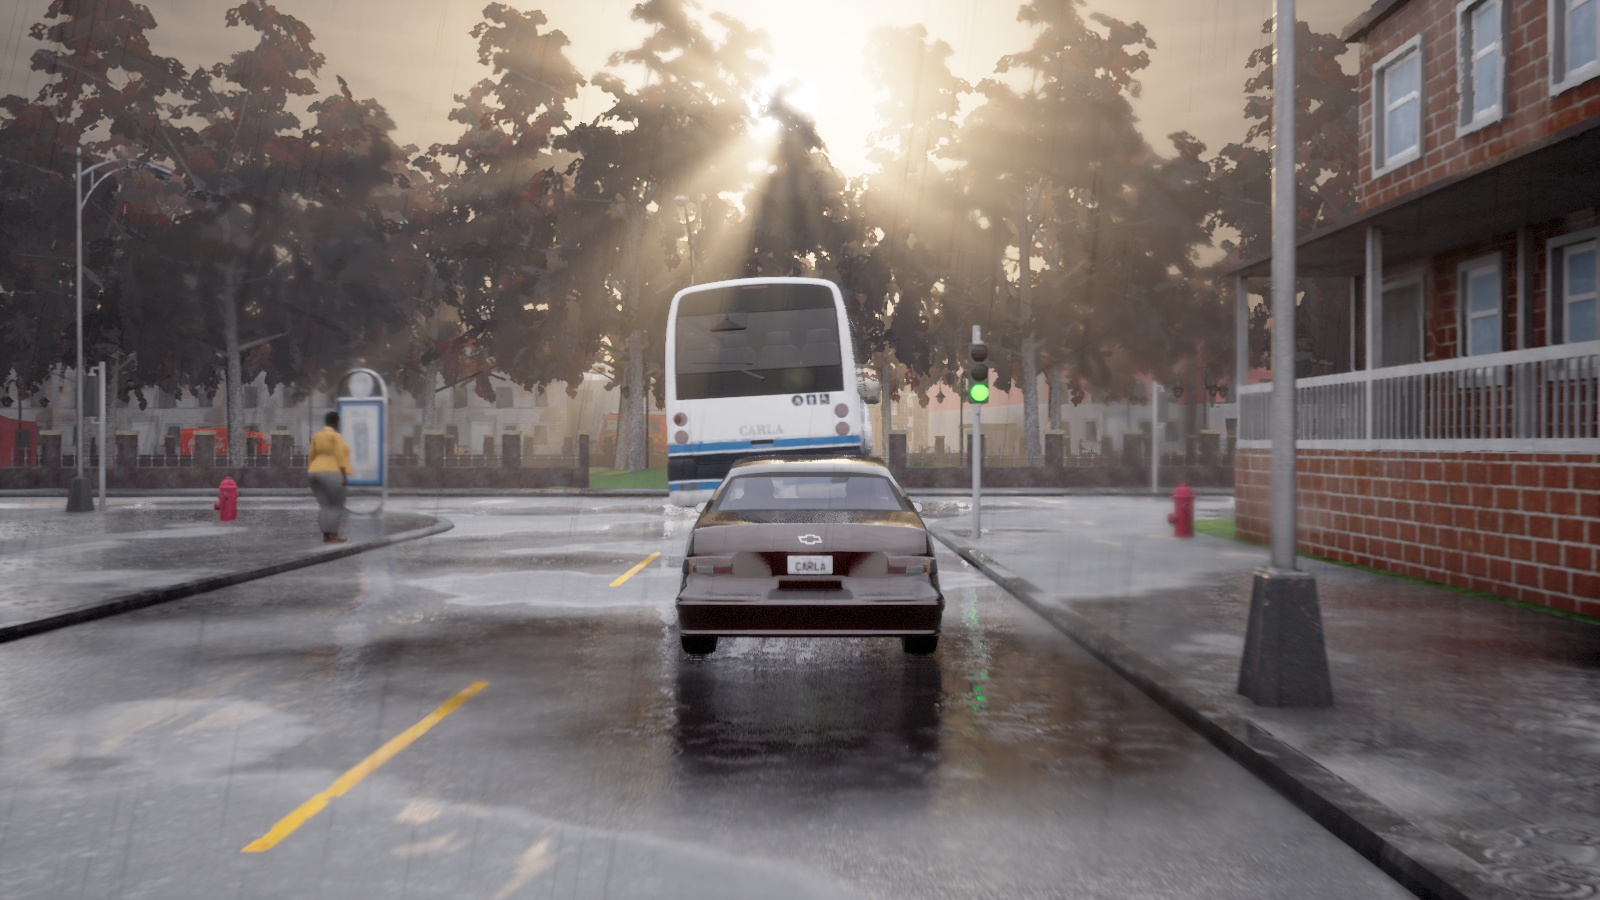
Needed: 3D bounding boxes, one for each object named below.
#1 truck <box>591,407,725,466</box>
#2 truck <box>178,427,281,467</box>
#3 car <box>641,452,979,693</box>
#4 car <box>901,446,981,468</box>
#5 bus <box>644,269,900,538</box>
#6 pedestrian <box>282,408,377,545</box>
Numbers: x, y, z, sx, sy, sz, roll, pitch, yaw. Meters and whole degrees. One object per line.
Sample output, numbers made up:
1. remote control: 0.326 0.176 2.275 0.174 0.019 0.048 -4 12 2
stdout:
1. truck: -9.203 -0.876 82.155 8.468 3.827 2.891 0 0 0
2. truck: -35.491 -0.198 78.256 5.204 2.467 2.627 0 0 0
3. car: 0.073 0.738 10.233 2.033 1.411 5.357 0 0 0
4. car: 8.732 0.426 78.075 4.718 1.301 1.895 0 0 0
5. bus: -0.080 -0.772 25.996 3.944 4.253 10.273 -3 0 5
6. pedestrian: -6.604 0.354 17.626 0.874 1.855 0.900 0 0 32
